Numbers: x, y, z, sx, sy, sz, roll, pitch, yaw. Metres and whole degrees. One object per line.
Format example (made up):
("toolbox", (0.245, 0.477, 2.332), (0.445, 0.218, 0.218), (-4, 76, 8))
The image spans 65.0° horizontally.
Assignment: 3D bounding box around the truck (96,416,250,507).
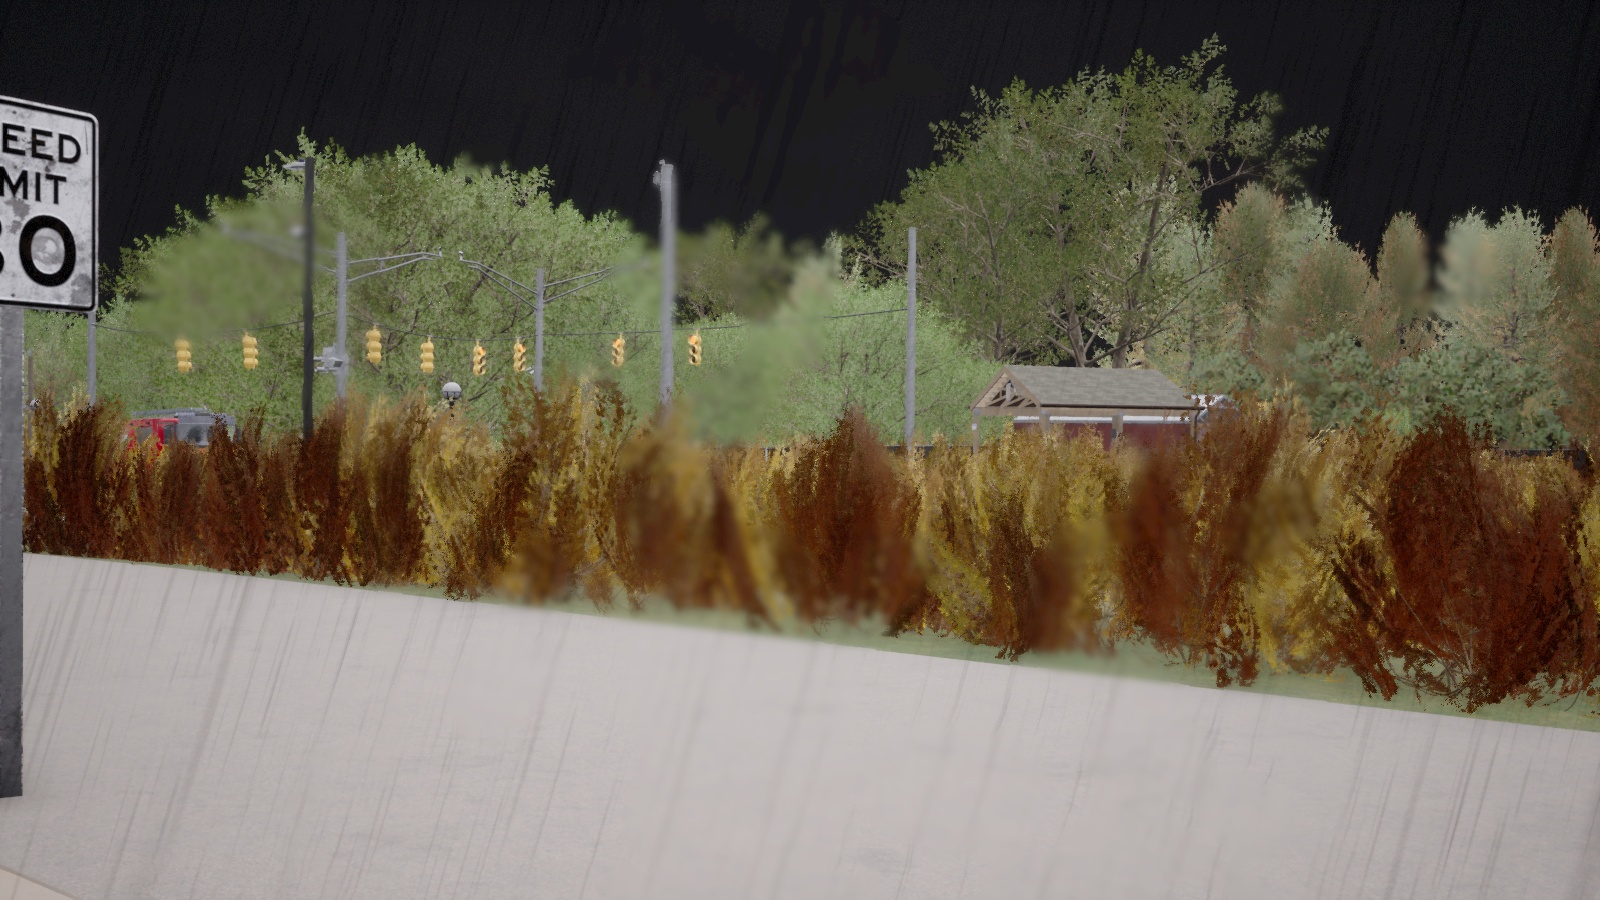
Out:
("truck", (-28.529, 0.575, 56.951), (8.468, 3.827, 2.891), (-2, 0, 39))
